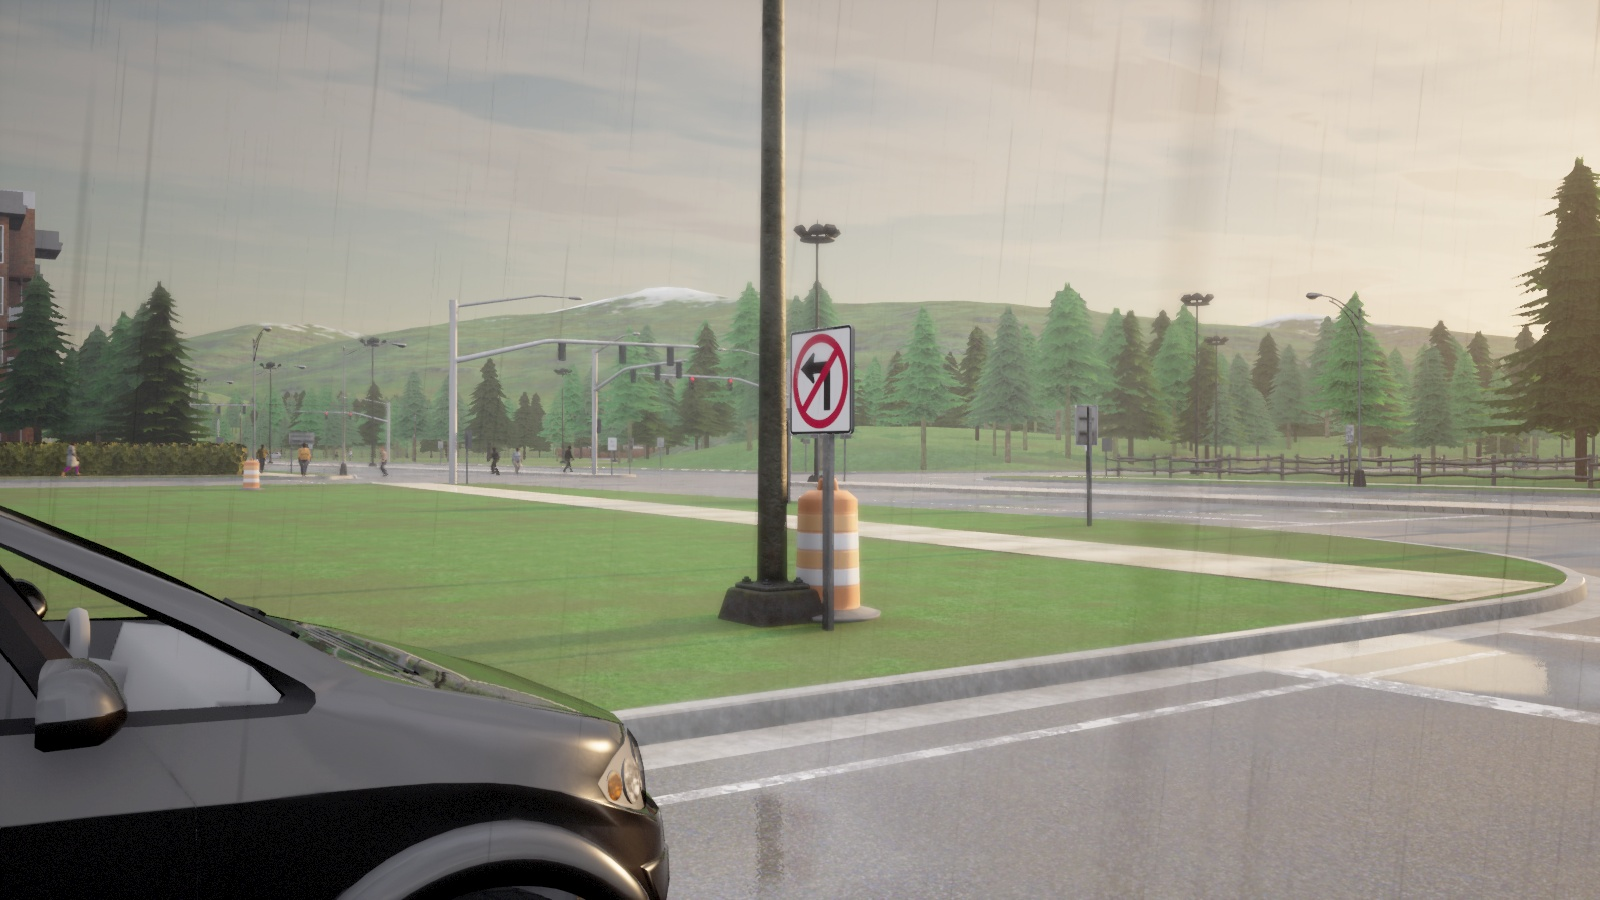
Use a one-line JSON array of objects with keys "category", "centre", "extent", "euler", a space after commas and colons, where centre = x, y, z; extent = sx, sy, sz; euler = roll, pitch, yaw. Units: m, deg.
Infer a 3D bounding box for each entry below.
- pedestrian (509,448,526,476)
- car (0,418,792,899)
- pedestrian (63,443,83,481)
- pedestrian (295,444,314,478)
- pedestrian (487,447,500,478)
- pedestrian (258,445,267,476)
[{"category": "pedestrian", "centre": [-18.886, 0.786, 83.974], "extent": [0.874, 1.855, 0.900], "euler": [0, 0, -35]}, {"category": "car", "centre": [-2.048, 0.733, 2.232], "extent": [3.705, 1.549, 1.789], "euler": [0, 0, -35]}, {"category": "pedestrian", "centre": [-37.952, 0.615, 65.578], "extent": [0.873, 1.952, 0.659], "euler": [0, 0, -34]}, {"category": "pedestrian", "centre": [-26.861, 0.599, 68.055], "extent": [0.874, 1.855, 0.900], "euler": [0, 0, -27]}, {"category": "pedestrian", "centre": [-19.231, 0.766, 78.871], "extent": [0.692, 1.930, 0.395], "euler": [0, 0, -43]}, {"category": "pedestrian", "centre": [-32.281, 0.637, 75.416], "extent": [0.370, 1.835, 0.726], "euler": [0, 0, -34]}]
